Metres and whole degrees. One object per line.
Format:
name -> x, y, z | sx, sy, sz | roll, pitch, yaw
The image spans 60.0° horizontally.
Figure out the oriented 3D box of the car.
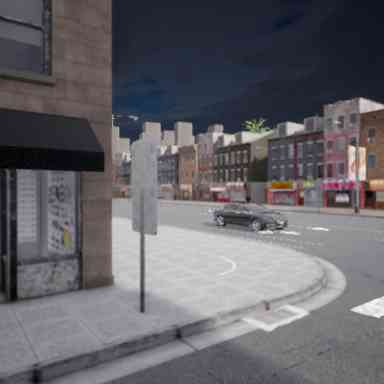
car -> 3.215, 1.350, 19.065 | 1.837, 1.490, 4.892 | 0, 1, -36
